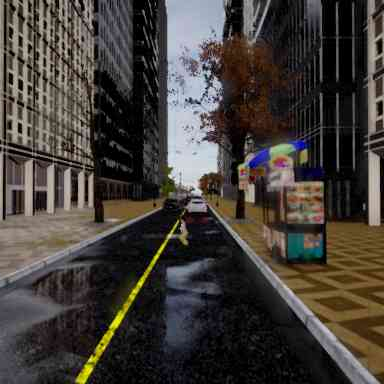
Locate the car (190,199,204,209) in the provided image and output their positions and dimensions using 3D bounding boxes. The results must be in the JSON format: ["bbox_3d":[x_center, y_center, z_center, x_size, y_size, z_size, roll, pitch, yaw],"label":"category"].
[{"bbox_3d":[0.696,1.587,45.462,1.895,1.301,4.718,0,0,1],"label":"car"}]

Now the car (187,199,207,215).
[{"bbox_3d":[0.535,1.516,33.109,1.812,1.442,4.674,0,-1,0],"label":"car"}]

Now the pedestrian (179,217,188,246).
[{"bbox_3d":[-0.281,1.569,13.647,0.375,1.300,0.375,1,-1,1],"label":"pedestrian"}]

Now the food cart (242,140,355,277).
[{"bbox_3d":[3.137,0.462,11.052,2.280,3.560,4.660,-1,-1,1],"label":"food cart"}]

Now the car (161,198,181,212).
[{"bbox_3d":[-2.338,1.492,38.240,1.837,1.490,4.892,0,0,1],"label":"car"}]
